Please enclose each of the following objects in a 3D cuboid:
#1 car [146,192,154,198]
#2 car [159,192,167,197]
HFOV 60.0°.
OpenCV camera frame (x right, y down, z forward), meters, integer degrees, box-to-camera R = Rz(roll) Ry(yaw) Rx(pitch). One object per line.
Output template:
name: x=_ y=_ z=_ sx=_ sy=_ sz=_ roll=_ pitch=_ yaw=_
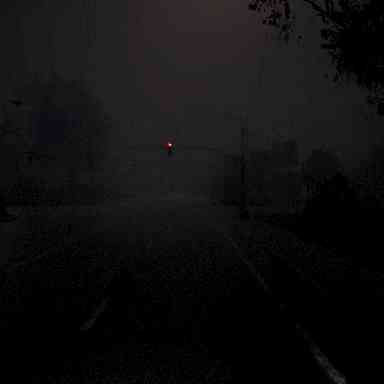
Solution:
car: x=-11.040 y=0.705 z=87.805 sx=1.812 sy=1.442 sz=4.674 roll=0 pitch=1 yaw=-3
car: x=-7.548 y=0.730 z=88.048 sx=1.994 sy=1.385 sz=4.181 roll=0 pitch=1 yaw=-3
